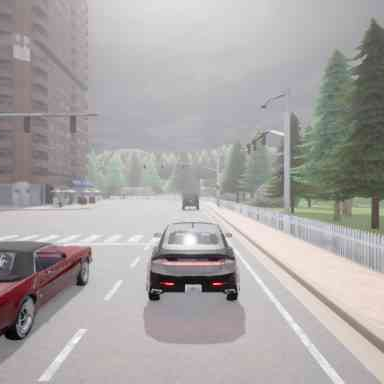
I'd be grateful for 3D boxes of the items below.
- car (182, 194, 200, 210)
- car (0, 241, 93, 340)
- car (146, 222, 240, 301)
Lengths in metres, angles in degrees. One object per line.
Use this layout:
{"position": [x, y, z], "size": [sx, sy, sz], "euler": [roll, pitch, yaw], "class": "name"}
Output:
{"position": [-0.180, 1.221, 43.762], "size": [2.150, 2.045, 5.566], "euler": [0, 0, -1], "class": "car"}
{"position": [-3.450, 1.601, 6.461], "size": [1.895, 1.301, 4.718], "euler": [0, 0, 0], "class": "car"}
{"position": [0.023, 1.492, 8.310], "size": [2.128, 1.511, 4.902], "euler": [0, 0, 0], "class": "car"}
